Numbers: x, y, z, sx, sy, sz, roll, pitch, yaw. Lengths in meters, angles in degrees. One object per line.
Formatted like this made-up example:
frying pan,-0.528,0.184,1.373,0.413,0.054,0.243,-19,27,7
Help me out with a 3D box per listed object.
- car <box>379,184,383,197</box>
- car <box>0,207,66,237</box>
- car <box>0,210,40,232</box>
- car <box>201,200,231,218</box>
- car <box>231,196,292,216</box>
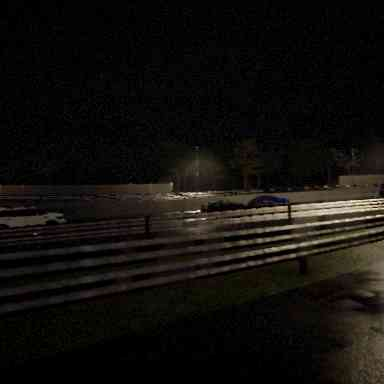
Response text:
car,27.394,-0.235,43.932,5.566,2.045,2.150,-3,2,-20
car,-12.685,2.164,25.639,5.566,2.045,2.150,-3,2,-20
car,-15.782,2.522,28.239,5.008,1.535,1.882,-3,2,-20
car,3.240,1.510,31.430,4.902,1.511,2.128,-3,2,-20
car,6.313,1.426,28.822,4.902,1.511,2.128,-3,2,-20
